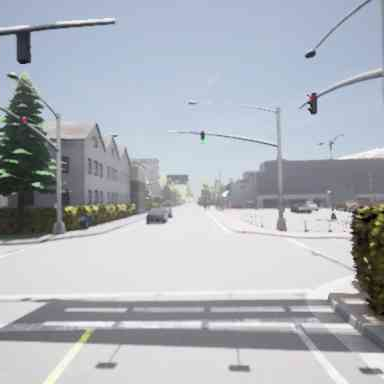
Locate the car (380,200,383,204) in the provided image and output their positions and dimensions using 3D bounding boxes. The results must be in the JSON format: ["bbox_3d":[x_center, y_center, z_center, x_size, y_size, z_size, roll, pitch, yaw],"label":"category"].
[{"bbox_3d":[19.165,1.592,29.811,1.905,1.878,3.866,-1,-2,0],"label":"car"}]

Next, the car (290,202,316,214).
[{"bbox_3d":[15.506,2.361,47.674,2.007,1.523,4.514,-1,-2,0],"label":"car"}]

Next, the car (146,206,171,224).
[{"bbox_3d":[-3.542,2.382,34.005,1.882,1.535,5.008,-1,-1,0],"label":"car"}]

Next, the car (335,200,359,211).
[{"bbox_3d":[25.577,2.203,55.059,2.152,1.636,5.027,-1,-2,0],"label":"car"}]

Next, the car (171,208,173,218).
[{"bbox_3d":[-3.511,2.663,44.138,2.128,1.511,4.902,-1,-2,0],"label":"car"}]

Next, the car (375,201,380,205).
[{"bbox_3d":[22.447,1.752,37.680,1.932,1.855,4.605,-1,-2,0],"label":"car"}]

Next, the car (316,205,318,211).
[{"bbox_3d":[19.163,2.406,54.727,1.970,1.475,3.806,-1,-2,0],"label":"car"}]
